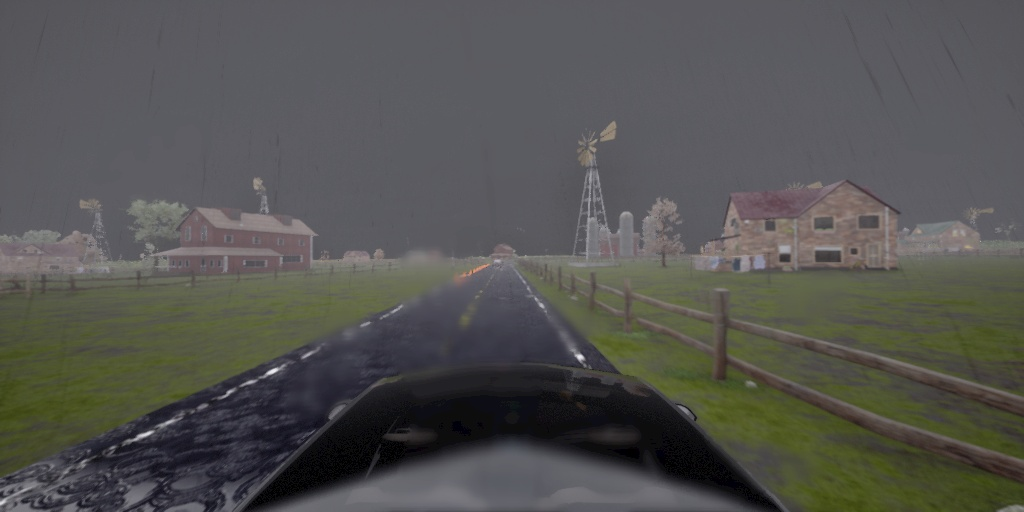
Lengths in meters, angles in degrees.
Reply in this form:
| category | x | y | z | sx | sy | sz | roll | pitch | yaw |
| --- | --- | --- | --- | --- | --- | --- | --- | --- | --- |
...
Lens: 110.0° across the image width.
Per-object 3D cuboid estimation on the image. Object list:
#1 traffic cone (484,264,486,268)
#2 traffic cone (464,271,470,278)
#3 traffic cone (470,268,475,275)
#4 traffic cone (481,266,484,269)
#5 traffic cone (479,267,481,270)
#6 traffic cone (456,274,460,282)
| category | x | y | z | sx | sy | sz | roll | pitch | yaw |
| --- | --- | --- | --- | --- | --- | --- | --- | --- | --- |
| traffic cone | -4.868 | 1.781 | 58.630 | 0.340 | 0.580 | 0.340 | 0 | 0 | -1 |
| traffic cone | -4.381 | 1.743 | 33.633 | 0.340 | 0.580 | 0.340 | 0 | 0 | -1 |
| traffic cone | -4.479 | 1.750 | 38.632 | 0.340 | 0.580 | 0.340 | 0 | 0 | -1 |
| traffic cone | -4.770 | 1.772 | 53.631 | 0.340 | 0.580 | 0.340 | 0 | 0 | -1 |
| traffic cone | -4.673 | 1.764 | 48.631 | 0.340 | 0.580 | 0.340 | 0 | 0 | -1 |
| traffic cone | -4.285 | 1.737 | 28.634 | 0.340 | 0.580 | 0.340 | 0 | 0 | -1 |
